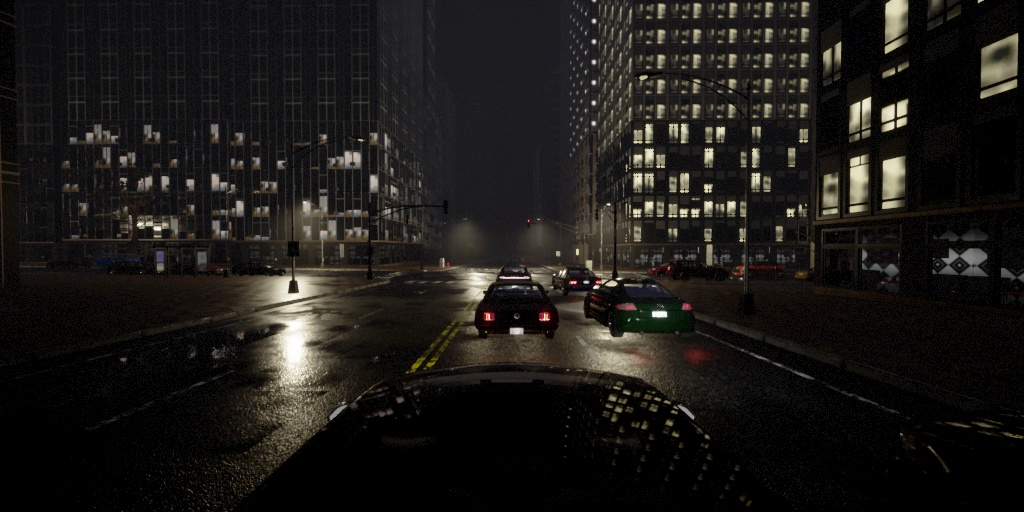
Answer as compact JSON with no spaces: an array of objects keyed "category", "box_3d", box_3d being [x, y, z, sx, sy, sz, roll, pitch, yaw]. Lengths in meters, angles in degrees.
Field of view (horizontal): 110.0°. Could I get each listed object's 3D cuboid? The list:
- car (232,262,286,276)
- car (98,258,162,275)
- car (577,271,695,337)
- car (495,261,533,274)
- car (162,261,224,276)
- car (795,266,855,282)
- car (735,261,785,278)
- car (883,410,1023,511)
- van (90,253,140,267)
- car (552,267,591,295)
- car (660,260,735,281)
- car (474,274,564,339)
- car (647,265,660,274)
[{"category":"car","box_3d":[-22.701,1.173,32.195,4.313,1.339,1.948,0,0,1]},{"category":"car","box_3d":[-34.066,1.069,32.514,4.313,1.339,1.948,0,0,1]},{"category":"car","box_3d":[3.366,1.310,10.258,1.994,1.385,4.181,0,0,-1]},{"category":"car","box_3d":[0.117,1.232,19.286,2.128,1.511,4.902,0,0,0]},{"category":"car","box_3d":[-28.385,1.138,32.335,4.207,1.307,1.802,0,0,1]},{"category":"car","box_3d":[27.671,1.578,31.416,4.829,1.417,1.751,0,0,1]},{"category":"car","box_3d":[25.512,1.293,37.230,4.553,1.767,2.097,1,1,1]},{"category":"car","box_3d":[3.338,1.243,0.295,2.128,1.511,4.902,0,0,0]},{"category":"van","box_3d":[-45.248,0.605,41.187,3.998,1.789,1.690,0,0,1]},{"category":"car","box_3d":[3.402,1.288,19.487,2.033,1.411,5.357,0,0,-3]},{"category":"car","box_3d":[16.223,1.268,31.626,5.009,1.841,2.192,0,0,1]},{"category":"car","box_3d":[0.107,1.347,10.030,1.895,1.301,4.718,0,0,0]},{"category":"car","box_3d":[16.314,1.425,37.401,4.181,1.385,1.994,1,1,1]}]
